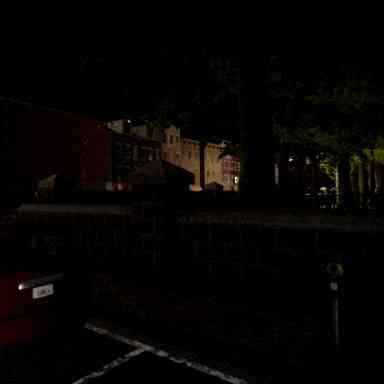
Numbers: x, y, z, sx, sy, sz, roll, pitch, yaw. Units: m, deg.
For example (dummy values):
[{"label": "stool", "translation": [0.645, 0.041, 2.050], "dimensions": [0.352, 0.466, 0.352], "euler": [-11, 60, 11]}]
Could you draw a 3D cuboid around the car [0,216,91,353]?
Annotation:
[{"label": "car", "translation": [-3.801, 1.329, 5.544], "dimensions": [5.009, 1.841, 2.192], "euler": [0, -1, 36]}]

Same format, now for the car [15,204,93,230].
[{"label": "car", "translation": [-9.339, 1.621, 22.890], "dimensions": [1.812, 1.442, 4.674], "euler": [-1, -1, 35]}]
